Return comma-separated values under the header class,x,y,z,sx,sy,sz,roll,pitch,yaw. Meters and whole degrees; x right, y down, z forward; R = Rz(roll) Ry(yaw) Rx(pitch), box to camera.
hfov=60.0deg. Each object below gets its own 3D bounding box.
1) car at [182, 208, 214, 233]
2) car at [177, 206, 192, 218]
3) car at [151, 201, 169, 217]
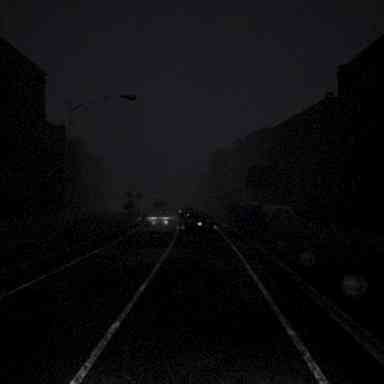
class,x,y,z,sx,sy,sz,roll,pitch,yaw
car,0.462,2.095,23.614,1.994,1.385,4.181,0,-1,-1
car,-0.740,2.462,41.431,1.837,1.490,4.892,1,-2,-6
car,-4.398,2.283,45.241,2.150,2.045,5.566,0,-2,-8
